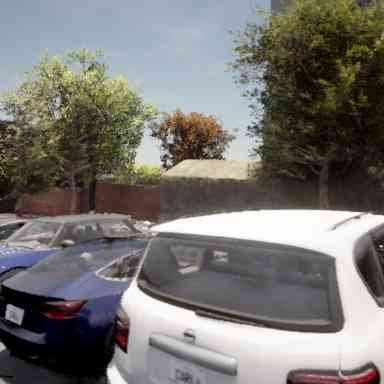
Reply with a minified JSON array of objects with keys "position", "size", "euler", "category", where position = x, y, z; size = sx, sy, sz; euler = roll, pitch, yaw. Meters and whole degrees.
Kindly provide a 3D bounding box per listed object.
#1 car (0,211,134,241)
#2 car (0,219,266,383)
[{"position":[-3.012,1.335,7.472],"size":[2.185,1.767,4.553],"euler":[0,0,36],"category":"car"},{"position":[-0.740,1.498,5.847],"size":[2.163,1.488,4.792],"euler":[0,0,36],"category":"car"}]
